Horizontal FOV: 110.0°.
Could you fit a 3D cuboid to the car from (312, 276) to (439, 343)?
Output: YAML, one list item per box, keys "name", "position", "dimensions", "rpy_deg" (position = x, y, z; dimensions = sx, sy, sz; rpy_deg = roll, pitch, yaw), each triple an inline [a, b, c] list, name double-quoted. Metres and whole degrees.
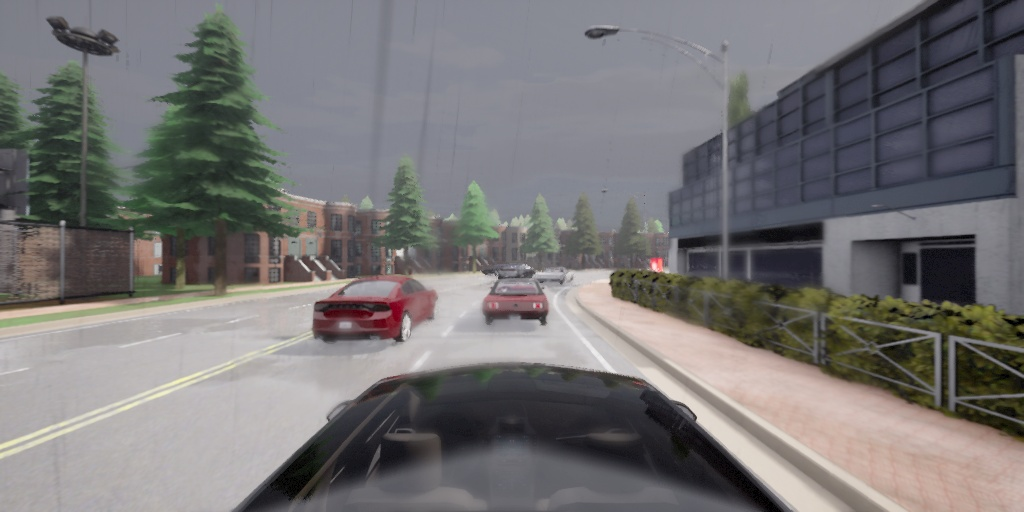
- name: "car"
  position: [-3.370, 1.280, 9.853]
  dimensions: [1.882, 1.535, 5.008]
  rpy_deg: [0, 0, 1]

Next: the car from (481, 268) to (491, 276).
- name: "car"
  position: [-1.421, 1.605, 41.072]
  dimensions: [1.895, 1.301, 4.718]
  rpy_deg: [0, 0, 35]

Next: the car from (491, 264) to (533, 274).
- name: "car"
  position: [0.522, 1.423, 29.832]
  dimensions: [2.128, 1.511, 4.902]
  rpy_deg: [0, 0, 23]

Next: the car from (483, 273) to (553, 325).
- name: "car"
  position: [0.192, 1.418, 12.102]
  dimensions: [1.895, 1.301, 4.718]
  rpy_deg: [0, 0, 2]

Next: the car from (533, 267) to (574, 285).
- name: "car"
  position: [3.550, 1.522, 28.295]
  dimensions: [1.895, 1.301, 4.718]
  rpy_deg: [0, 0, 23]

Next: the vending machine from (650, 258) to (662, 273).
- name: "vending machine"
  position: [15.328, 1.180, 38.076]
  dimensions: [0.880, 2.100, 1.100]
  rpy_deg: [0, 0, -44]

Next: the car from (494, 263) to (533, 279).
- name: "car"
  position: [0.214, 1.504, 37.116]
  dimensions: [1.812, 1.442, 4.674]
  rpy_deg: [0, -1, 33]
